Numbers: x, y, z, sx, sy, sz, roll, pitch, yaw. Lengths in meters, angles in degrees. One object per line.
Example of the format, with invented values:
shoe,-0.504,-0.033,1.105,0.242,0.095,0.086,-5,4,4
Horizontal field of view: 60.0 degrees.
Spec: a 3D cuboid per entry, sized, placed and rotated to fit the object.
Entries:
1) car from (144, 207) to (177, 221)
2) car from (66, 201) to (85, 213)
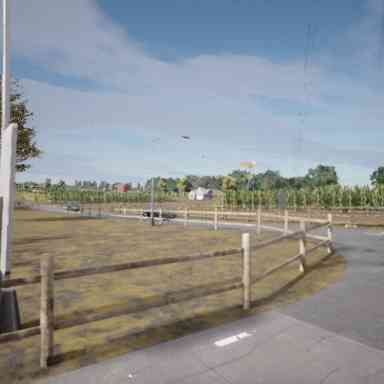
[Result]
car,-3.458,2.352,36.146,1.882,1.535,5.008,3,-3,-36
car,-21.731,2.747,61.690,2.150,2.045,5.566,3,-3,-36
